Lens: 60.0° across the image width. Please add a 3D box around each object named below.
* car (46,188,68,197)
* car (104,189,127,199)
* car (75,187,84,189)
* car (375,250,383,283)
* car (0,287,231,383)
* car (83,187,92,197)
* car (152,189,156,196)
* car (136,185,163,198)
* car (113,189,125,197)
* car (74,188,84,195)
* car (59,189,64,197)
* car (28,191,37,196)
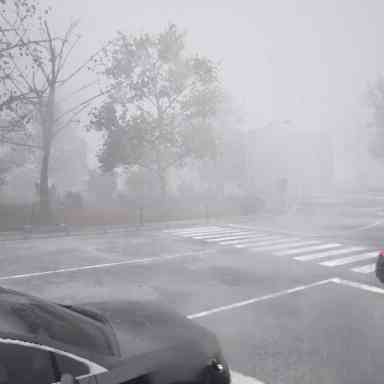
[{"bbox_3d":[-30.753,0.103,76.151,2.185,1.767,4.553,0,2,19],"label":"car"},{"bbox_3d":[-14.433,0.286,63.111,1.946,1.575,5.366,-1,2,17],"label":"car"},{"bbox_3d":[-23.787,0.062,70.567,2.435,2.045,5.566,0,2,18],"label":"car"},{"bbox_3d":[6.382,1.538,8.165,4.181,1.385,1.994,0,0,-34],"label":"car"},{"bbox_3d":[-1.897,1.505,2.407,4.892,1.490,1.837,0,0,-35],"label":"car"},{"bbox_3d":[-19.091,0.192,66.956,2.185,1.767,4.553,-1,2,18],"label":"car"},{"bbox_3d":[-4.889,0.127,56.140,2.231,1.521,4.892,-1,2,16],"label":"car"},{"bbox_3d":[-7.290,-0.082,57.878,2.435,2.045,5.566,-1,2,17],"label":"car"},{"bbox_3d":[-12.038,0.125,61.458,2.185,1.767,4.553,-2,1,17],"label":"car"},{"bbox_3d":[-21.445,0.351,68.735,2.163,1.488,4.792,-1,2,18],"label":"car"},{"bbox_3d":[-26.112,0.294,72.451,2.231,1.521,4.892,-1,2,18],"label":"car"},{"bbox_3d":[-37.635,0.114,81.832,2.097,1.535,5.008,0,2,20],"label":"car"}]
